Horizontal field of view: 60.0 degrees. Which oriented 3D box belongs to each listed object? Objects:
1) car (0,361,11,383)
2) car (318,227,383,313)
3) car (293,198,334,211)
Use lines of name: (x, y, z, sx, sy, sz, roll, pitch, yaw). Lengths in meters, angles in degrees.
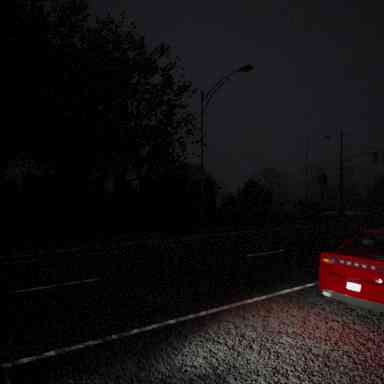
car: (-3.441, 1.492, 1.299, 4.902, 1.511, 2.128, 0, 0, -35)
car: (4.797, 1.478, 7.146, 5.008, 1.535, 1.882, 0, 0, -35)
car: (14.488, 1.477, 39.849, 1.882, 1.535, 5.008, 0, 0, -33)
